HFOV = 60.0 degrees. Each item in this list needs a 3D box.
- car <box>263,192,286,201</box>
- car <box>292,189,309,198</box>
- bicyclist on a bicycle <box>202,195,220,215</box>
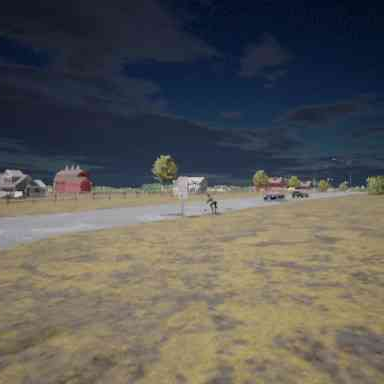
[{"bbox_3d":[12.056,0.576,48.191,1.895,1.301,4.718,1,2,35],"label":"car"},{"bbox_3d":[18.869,0.255,57.801,1.837,1.490,4.892,1,2,35],"label":"car"},{"bbox_3d":[1.493,1.021,26.540,1.656,1.620,0.582,-1,1,35],"label":"bicyclist on a bicycle"}]
